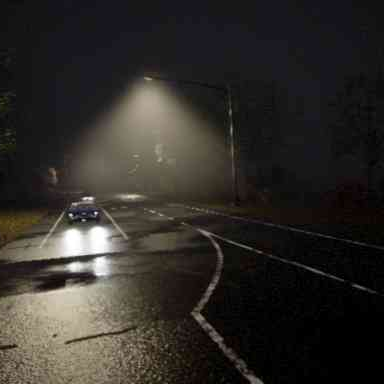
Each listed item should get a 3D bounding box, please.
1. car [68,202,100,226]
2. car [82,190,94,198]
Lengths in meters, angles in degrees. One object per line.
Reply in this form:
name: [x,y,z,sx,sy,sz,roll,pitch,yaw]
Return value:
car: [-7.183,1.351,22.025,1.895,1.301,4.718,-4,2,-18]
car: [-21.063,0.295,67.454,2.128,1.511,4.902,-4,2,-12]
